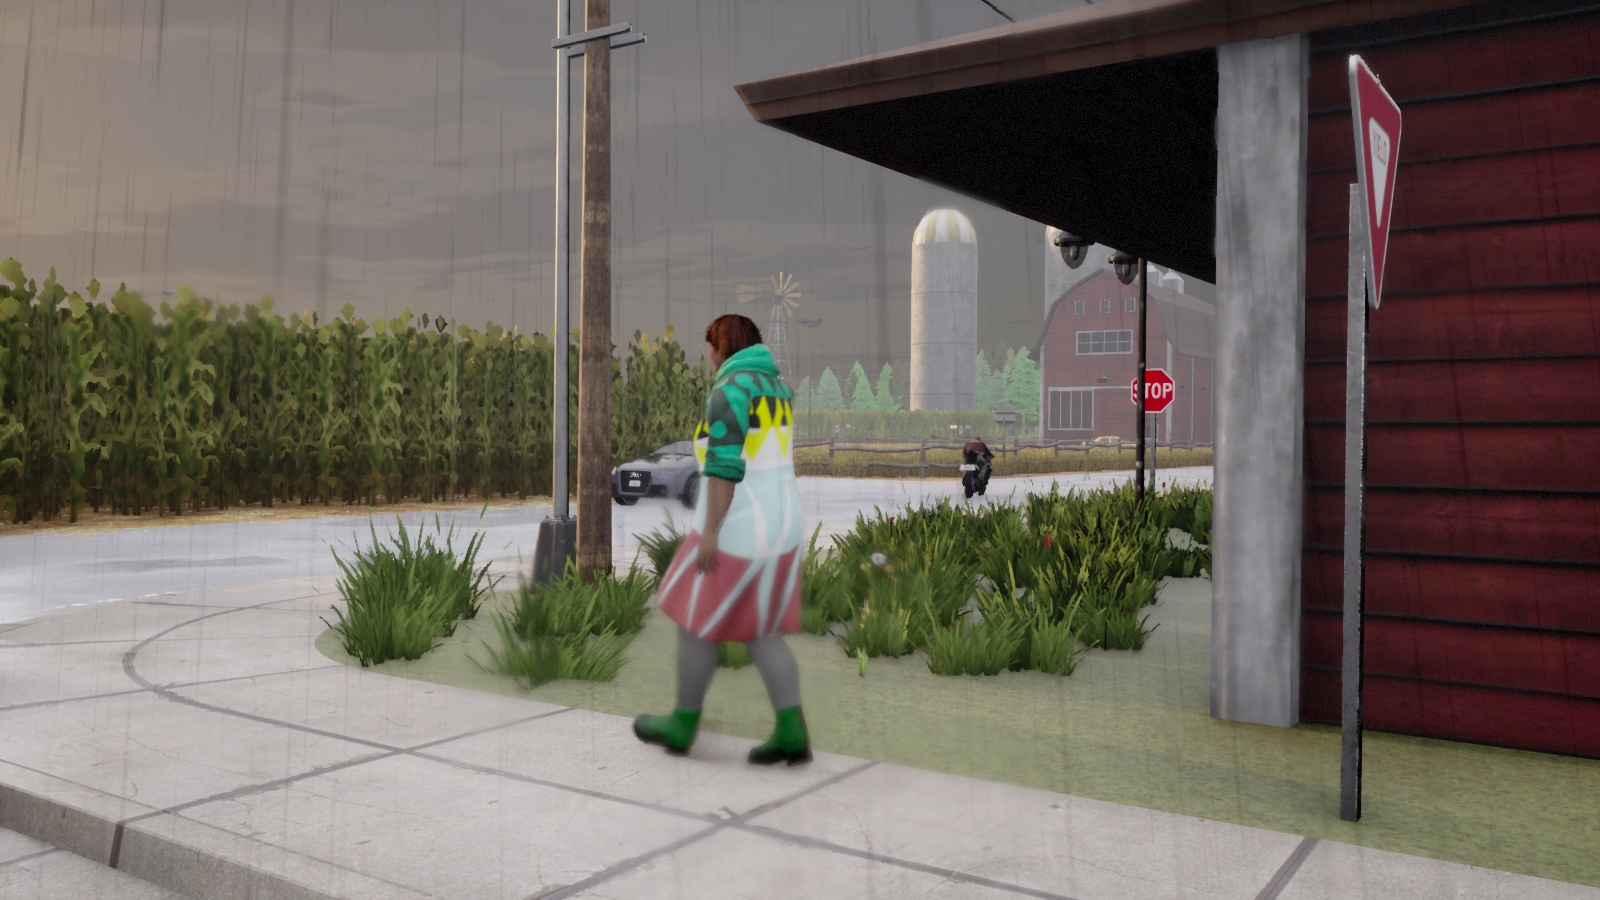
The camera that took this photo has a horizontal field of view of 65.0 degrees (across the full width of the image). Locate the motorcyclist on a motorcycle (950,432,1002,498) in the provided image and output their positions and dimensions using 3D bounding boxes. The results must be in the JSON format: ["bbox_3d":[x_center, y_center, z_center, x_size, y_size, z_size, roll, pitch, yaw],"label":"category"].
[{"bbox_3d":[4.289,0.339,30.435,0.866,1.530,2.191,-1,1,18],"label":"motorcyclist on a motorcycle"}]

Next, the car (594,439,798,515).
[{"bbox_3d":[-2.059,0.487,25.908,1.994,1.385,4.181,0,1,34],"label":"car"}]

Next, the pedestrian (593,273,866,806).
[{"bbox_3d":[-0.275,0.326,5.086,0.873,1.952,0.659,0,1,28],"label":"pedestrian"}]
